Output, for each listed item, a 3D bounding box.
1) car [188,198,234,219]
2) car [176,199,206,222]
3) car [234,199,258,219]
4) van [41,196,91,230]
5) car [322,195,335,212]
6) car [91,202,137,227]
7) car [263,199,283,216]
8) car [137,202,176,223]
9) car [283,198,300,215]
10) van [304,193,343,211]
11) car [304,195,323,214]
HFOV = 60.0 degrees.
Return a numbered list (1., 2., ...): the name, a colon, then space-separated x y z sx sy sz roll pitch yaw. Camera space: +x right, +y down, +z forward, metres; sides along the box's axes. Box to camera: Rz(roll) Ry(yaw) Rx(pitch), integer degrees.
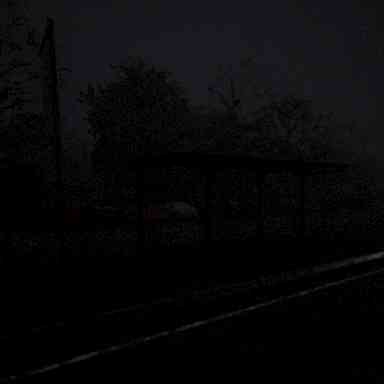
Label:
1. car: 0.893 1.286 27.391 2.185 1.767 4.553 0 0 -36
2. car: -1.344 1.464 25.749 2.002 1.452 4.674 0 0 -36
3. car: 3.167 1.400 28.985 2.097 1.535 5.008 0 0 -36
4. van: -8.188 1.234 21.001 1.878 1.987 4.442 0 0 -36
5. car: 12.183 1.386 35.461 2.163 1.488 4.792 0 0 -36
6. car: -5.860 1.488 22.519 2.002 1.452 4.674 0 0 -36
7. car: 5.431 1.390 30.589 2.231 1.521 4.892 0 0 -36
8. car: -3.600 1.435 24.132 2.097 1.535 5.008 0 0 -36
9. car: 7.668 1.408 32.232 2.163 1.488 4.792 0 0 -36
10. van: 14.524 1.121 36.954 1.878 1.987 4.442 0 0 -36
11. car: 10.049 1.364 33.670 1.946 1.575 5.366 0 0 -36
